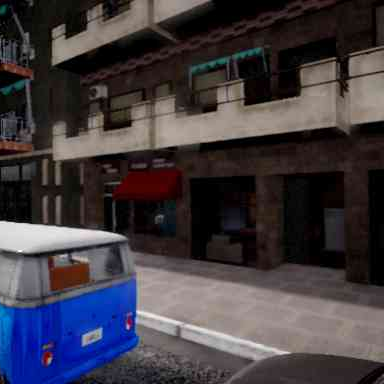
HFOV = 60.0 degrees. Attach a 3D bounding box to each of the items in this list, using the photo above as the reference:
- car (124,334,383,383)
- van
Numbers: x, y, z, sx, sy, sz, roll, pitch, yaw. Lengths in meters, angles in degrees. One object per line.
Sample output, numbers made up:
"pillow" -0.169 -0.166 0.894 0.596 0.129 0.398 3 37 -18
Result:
"car" 1.995 1.547 1.461 4.403 1.369 2.008 0 -1 35
"van" -2.602 1.362 4.739 3.998 1.788 1.690 0 -1 35
